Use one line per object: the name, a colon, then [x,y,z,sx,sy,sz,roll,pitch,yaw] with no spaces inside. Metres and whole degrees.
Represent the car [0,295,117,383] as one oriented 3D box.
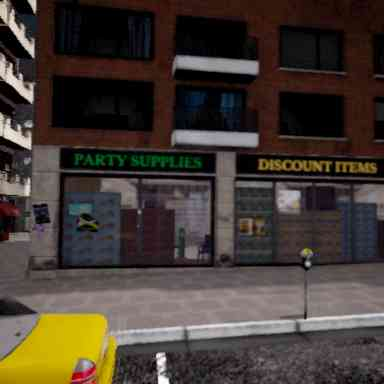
car: [-3.266,1.724,3.383,4.829,1.417,1.752,-1,-1,-8]
